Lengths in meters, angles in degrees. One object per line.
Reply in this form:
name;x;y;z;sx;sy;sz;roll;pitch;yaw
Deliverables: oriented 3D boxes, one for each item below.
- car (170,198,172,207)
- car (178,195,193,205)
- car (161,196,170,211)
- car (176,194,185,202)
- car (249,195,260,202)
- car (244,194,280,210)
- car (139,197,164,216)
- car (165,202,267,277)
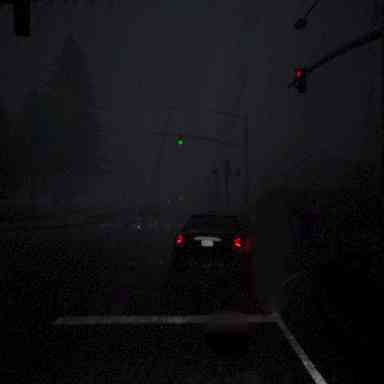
car;-4.195;1.417;51.858;2.097;1.767;4.553;0;0;-1
car;-0.953;1.685;62.415;1.895;1.301;4.718;0;0;-7
car;-4.125;1.552;41.796;1.837;1.490;4.892;0;0;0
car;-2.244;1.290;72.548;2.097;1.767;4.553;0;0;-13
car;8.841;1.213;37.782;4.605;1.855;1.932;0;0;-1
car;8.426;1.219;40.291;3.866;1.878;1.905;0;0;-1
car;-4.052;1.556;32.622;1.812;1.442;4.674;0;0;0
car;1.053;1.363;10.687;2.097;1.767;4.553;1;0;18
